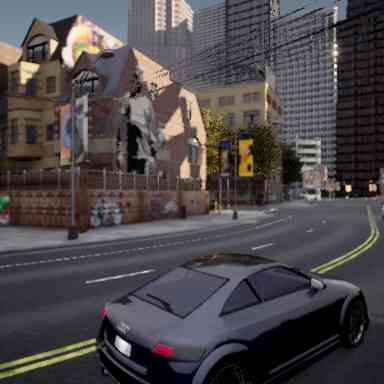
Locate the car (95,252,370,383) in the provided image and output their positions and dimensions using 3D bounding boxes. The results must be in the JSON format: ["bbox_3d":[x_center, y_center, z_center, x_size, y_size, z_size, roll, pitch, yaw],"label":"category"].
[{"bbox_3d":[0.808,1.600,4.796,4.181,1.385,1.994,0,0,-40],"label":"car"}]

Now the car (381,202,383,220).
[{"bbox_3d":[16.693,1.397,26.852,2.150,2.045,5.566,0,0,28],"label":"car"}]
